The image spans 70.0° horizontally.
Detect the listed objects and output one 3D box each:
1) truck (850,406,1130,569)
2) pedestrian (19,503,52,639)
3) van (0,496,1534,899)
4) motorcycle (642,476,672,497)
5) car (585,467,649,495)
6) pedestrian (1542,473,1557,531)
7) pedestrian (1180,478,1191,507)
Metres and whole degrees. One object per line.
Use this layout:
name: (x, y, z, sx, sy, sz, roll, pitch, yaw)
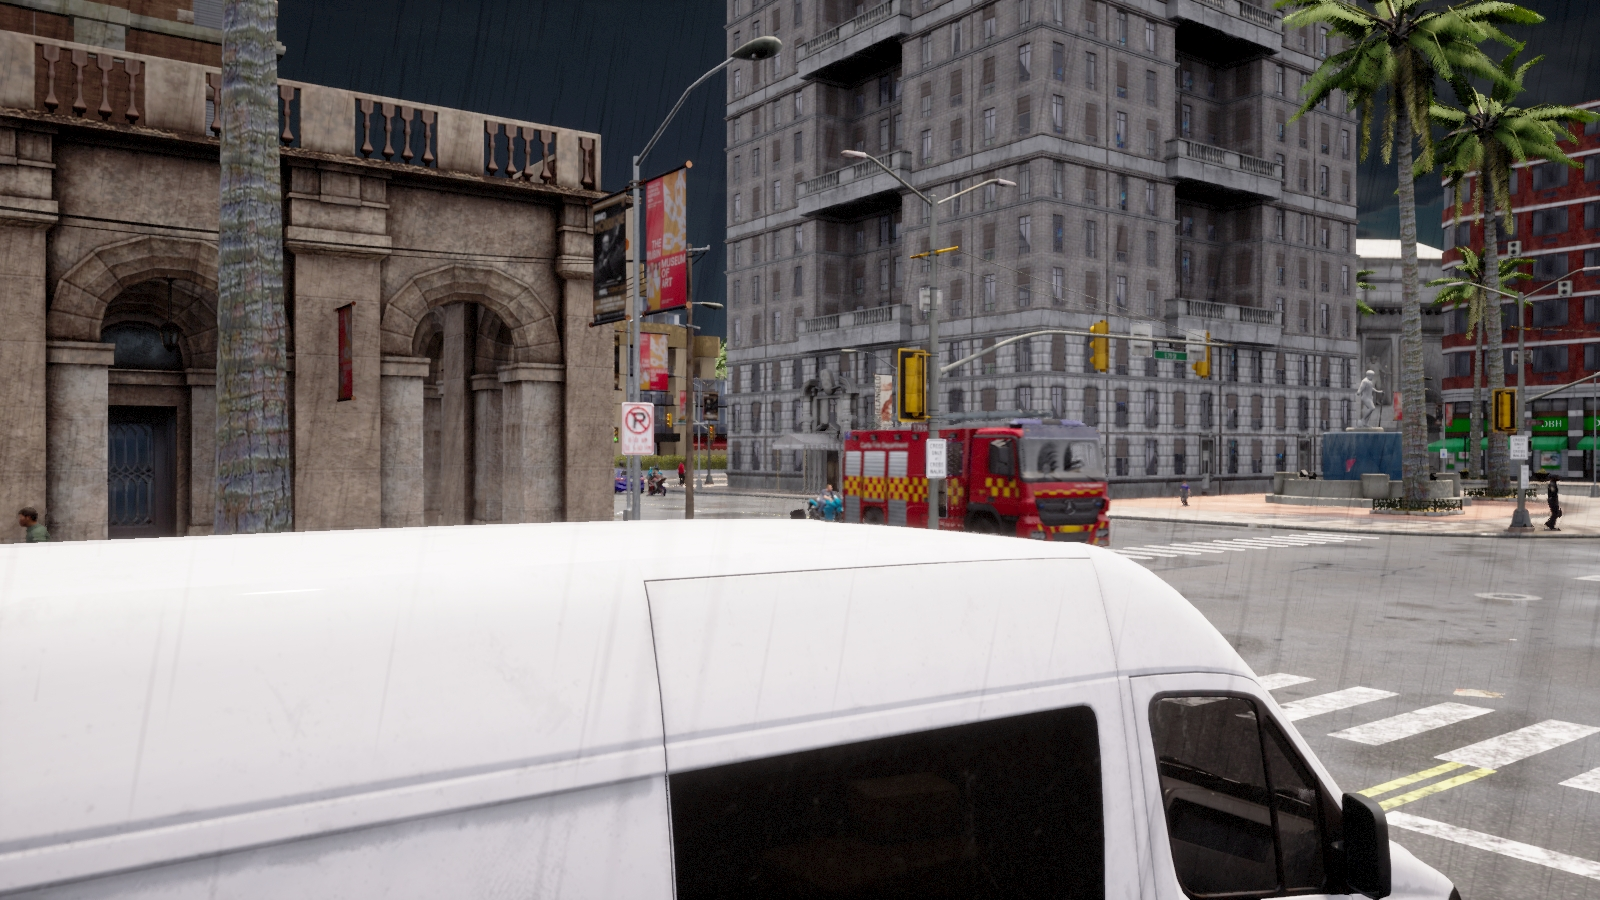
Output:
truck: (4.839, 0.881, 31.298, 2.891, 3.827, 8.468, 0, 0, -29)
pedestrian: (-10.789, 1.696, 16.126, 0.375, 1.860, 0.375, 0, 0, -33)
van: (0.019, 1.533, 3.806, 5.915, 2.561, 1.988, 0, 0, -35)
motorcycle: (-8.633, 2.192, 68.938, 0.867, 1.251, 2.209, 0, 0, -35)
car: (-11.778, 1.955, 73.402, 2.242, 1.667, 4.611, 0, 0, -35)
pedestrian: (24.431, 1.680, 37.243, 0.375, 1.860, 0.375, 0, 0, 30)
pedestrian: (17.814, 1.959, 52.813, 0.375, 1.300, 0.375, 0, 0, 42)
